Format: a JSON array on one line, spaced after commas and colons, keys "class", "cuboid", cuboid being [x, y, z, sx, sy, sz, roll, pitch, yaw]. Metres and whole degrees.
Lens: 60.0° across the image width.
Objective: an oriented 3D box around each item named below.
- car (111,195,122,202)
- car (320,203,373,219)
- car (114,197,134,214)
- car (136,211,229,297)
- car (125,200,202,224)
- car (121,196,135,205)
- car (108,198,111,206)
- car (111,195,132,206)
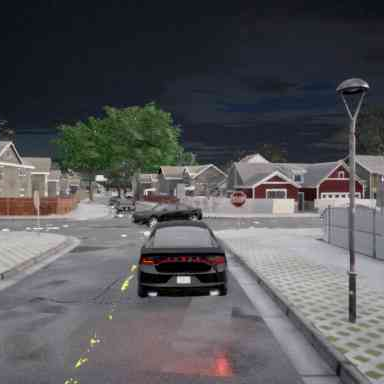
[{"class": "car", "cuboid": [-16.874, 1.495, 74.471, 1.882, 1.535, 5.008, 0, 0, -19]}, {"class": "car", "cuboid": [13.009, 1.664, 27.779, 4.674, 1.442, 1.812, 1, 1, -15]}, {"class": "car", "cuboid": [-7.138, 1.579, 36.023, 1.994, 1.385, 4.181, 0, 0, -13]}, {"class": "car", "cuboid": [-0.271, 1.476, 8.633, 1.882, 1.535, 5.008, 0, 0, -3]}, {"class": "car", "cuboid": [-1.634, 1.478, 22.347, 5.008, 1.535, 1.882, 0, 0, -34]}, {"class": "car", "cuboid": [-11.825, 1.509, 61.071, 1.837, 1.490, 4.892, 0, 0, -20]}, {"class": "car", "cuboid": [-12.929, 1.573, 55.781, 2.033, 1.411, 5.357, 0, 0, -19]}, {"class": "car", "cuboid": [-9.641, 1.568, 45.663, 2.033, 1.411, 5.357, 0, 0, -17]}]
